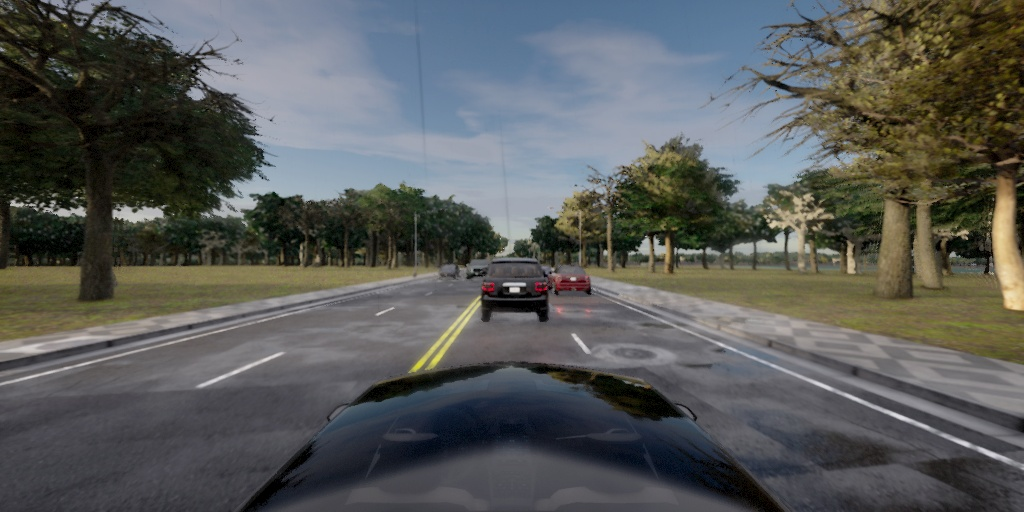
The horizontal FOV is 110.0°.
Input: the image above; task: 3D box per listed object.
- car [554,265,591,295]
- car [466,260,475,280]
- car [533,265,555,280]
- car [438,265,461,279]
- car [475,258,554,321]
[{"bbox_3d":[3.361,1.326,21.779,2.097,1.767,4.553,0,-1,0],"label":"car"},{"bbox_3d":[-3.321,1.369,36.515,2.150,2.045,5.566,0,-1,0],"label":"car"},{"bbox_3d":[3.375,1.731,38.211,1.994,1.385,4.181,0,-1,0],"label":"car"},{"bbox_3d":[-6.570,1.669,37.952,1.837,1.490,4.892,0,-1,0],"label":"car"},{"bbox_3d":[0.091,1.099,13.177,2.150,2.045,5.566,0,0,0],"label":"car"}]
